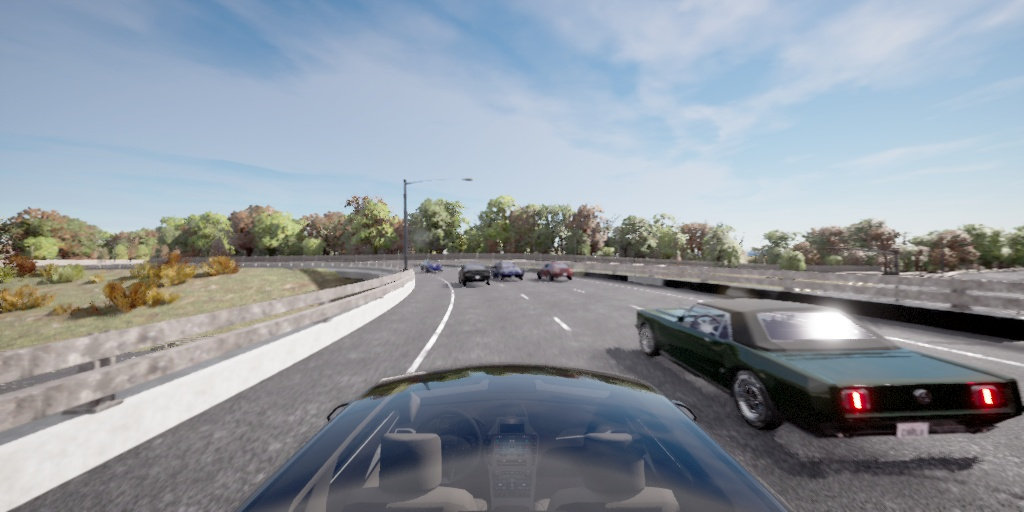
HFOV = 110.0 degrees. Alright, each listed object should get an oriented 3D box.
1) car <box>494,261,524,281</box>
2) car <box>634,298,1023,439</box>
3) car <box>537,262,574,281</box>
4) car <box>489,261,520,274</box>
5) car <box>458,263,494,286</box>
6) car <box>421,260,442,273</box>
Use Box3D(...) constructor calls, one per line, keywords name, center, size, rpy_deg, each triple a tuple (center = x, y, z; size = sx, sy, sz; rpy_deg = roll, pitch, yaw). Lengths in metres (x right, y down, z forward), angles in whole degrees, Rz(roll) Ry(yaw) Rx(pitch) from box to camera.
Box3D(name="car", center=(-0.453, 1.390, 31.037), size=(1.895, 1.301, 4.718), rpy_deg=(-1, 0, -15))
Box3D(name="car", center=(3.549, 1.299, 5.464), size=(1.895, 1.301, 4.718), rpy_deg=(-1, 0, -2))
Box3D(name="car", center=(3.501, 1.252, 29.754), size=(1.812, 1.442, 4.674), rpy_deg=(-1, 0, -15))
Box3D(name="car", center=(-0.992, 1.359, 43.629), size=(2.033, 1.411, 5.357), rpy_deg=(-1, 0, -21))
Box3D(name="car", center=(-2.877, 1.300, 26.542), size=(1.882, 1.535, 5.008), rpy_deg=(-1, 0, -13))
Box3D(name="car", center=(-11.157, 1.327, 49.268), size=(2.097, 1.767, 4.553), rpy_deg=(-1, 0, -25))
